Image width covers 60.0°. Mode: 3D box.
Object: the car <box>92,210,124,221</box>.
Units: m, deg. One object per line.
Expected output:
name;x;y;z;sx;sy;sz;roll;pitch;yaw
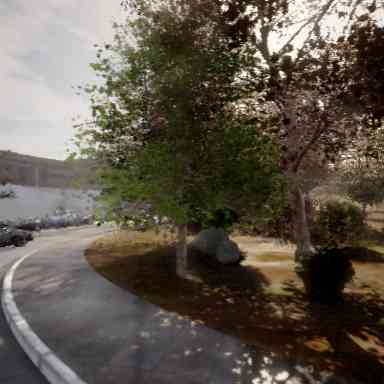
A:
car;-15.517;4.324;61.700;5.366;1.575;1.946;-5;-3;-6

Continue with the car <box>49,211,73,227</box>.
car;-16.014;3.551;40.218;1.812;1.442;4.674;-5;-2;14

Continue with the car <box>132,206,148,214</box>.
car;-12.737;4.474;73.246;4.553;1.767;2.185;-5;-2;-6

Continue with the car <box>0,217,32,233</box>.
car;-21.763;3.919;38.540;5.366;1.575;1.946;-5;-2;-6

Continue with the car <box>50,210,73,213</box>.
car;-19.428;3.804;47.234;5.566;2.045;2.435;-5;-2;-6

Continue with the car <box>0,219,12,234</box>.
car;-22.339;3.891;35.663;4.792;1.488;2.163;-5;-2;-6

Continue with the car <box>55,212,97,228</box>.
car;-13.359;3.313;38.546;1.994;1.385;4.181;-5;-2;16

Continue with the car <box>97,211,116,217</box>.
car;-12.584;3.810;53.473;2.033;1.411;5.357;-5;-2;14

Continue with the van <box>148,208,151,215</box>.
van;-11.924;4.427;76.164;4.442;1.987;1.878;-5;-3;-6

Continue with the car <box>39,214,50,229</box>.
car;-15.580;3.104;29.907;2.128;1.511;4.902;-5;-2;14

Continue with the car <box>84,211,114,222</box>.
car;-16.428;4.320;58.785;4.674;1.452;2.002;-5;-2;-6

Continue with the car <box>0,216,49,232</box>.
car;-20.838;3.954;41.449;4.892;1.521;2.231;-5;-2;-6

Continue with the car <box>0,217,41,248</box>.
car;-10.007;2.212;15.643;2.033;1.411;5.357;-5;-2;14

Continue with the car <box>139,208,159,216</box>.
car;-10.575;4.796;81.908;4.792;1.488;2.163;-5;-2;-6
